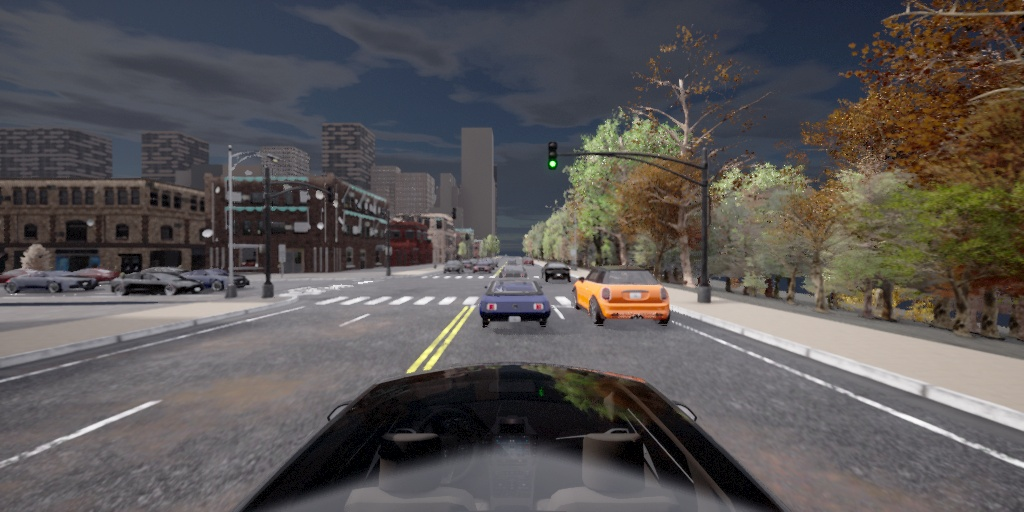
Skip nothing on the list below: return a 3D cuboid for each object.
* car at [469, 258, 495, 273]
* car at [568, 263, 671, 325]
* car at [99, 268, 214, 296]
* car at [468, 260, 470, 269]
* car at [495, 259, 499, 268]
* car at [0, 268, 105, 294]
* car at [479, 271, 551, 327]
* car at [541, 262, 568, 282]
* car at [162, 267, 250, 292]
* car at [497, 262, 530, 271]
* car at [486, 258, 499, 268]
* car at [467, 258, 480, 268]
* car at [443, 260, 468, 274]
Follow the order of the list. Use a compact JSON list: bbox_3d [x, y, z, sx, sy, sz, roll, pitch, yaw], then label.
[{"bbox_3d":[-3.336,1.263,40.985,1.994,1.385,4.181,0,0,0],"label":"car"},{"bbox_3d":[3.348,1.090,11.839,2.097,1.767,4.553,0,0,0],"label":"car"},{"bbox_3d":[-19.946,1.544,20.269,4.313,1.339,1.948,0,0,0],"label":"car"},{"bbox_3d":[-6.575,1.248,50.866,1.994,1.385,4.181,0,0,0],"label":"car"},{"bbox_3d":[-3.325,1.233,50.252,2.033,1.411,5.357,0,0,0],"label":"car"},{"bbox_3d":[-29.371,1.620,22.982,4.181,1.385,1.994,-1,1,-1],"label":"car"},{"bbox_3d":[0.042,1.339,11.497,1.895,1.301,4.718,0,0,-1],"label":"car"},{"bbox_3d":[3.351,1.195,28.209,1.882,1.535,5.008,0,0,0],"label":"car"},{"bbox_3d":[-19.326,1.505,22.975,4.181,1.385,1.994,-1,1,0],"label":"car"},{"bbox_3d":[0.102,1.320,26.363,1.895,1.301,4.718,0,0,0],"label":"car"},{"bbox_3d":[-3.248,1.175,60.604,1.837,1.490,4.892,0,0,0],"label":"car"},{"bbox_3d":[-6.498,1.174,61.030,1.837,1.490,4.892,0,0,0],"label":"car"},{"bbox_3d":[-6.588,1.203,40.893,1.837,1.490,4.892,0,0,0],"label":"car"}]
